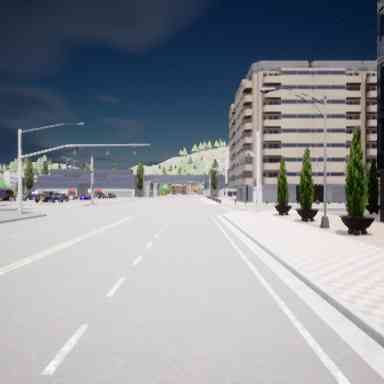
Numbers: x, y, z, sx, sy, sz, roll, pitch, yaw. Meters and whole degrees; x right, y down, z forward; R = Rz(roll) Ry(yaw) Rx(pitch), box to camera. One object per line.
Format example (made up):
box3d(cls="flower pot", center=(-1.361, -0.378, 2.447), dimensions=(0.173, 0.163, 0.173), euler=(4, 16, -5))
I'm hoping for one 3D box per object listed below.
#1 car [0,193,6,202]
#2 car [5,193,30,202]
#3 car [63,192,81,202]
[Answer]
box3d(cls="car", center=(-38.927, 1.325, 68.777), dimensions=(1.784, 1.438, 3.905), euler=(0, 0, 0))
box3d(cls="car", center=(-36.032, 1.357, 68.766), dimensions=(1.970, 1.475, 3.806), euler=(0, 0, 0))
box3d(cls="car", center=(-30.210, 1.360, 83.848), dimensions=(1.970, 1.475, 3.806), euler=(0, 0, 0))
